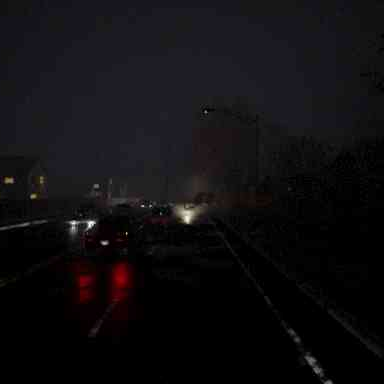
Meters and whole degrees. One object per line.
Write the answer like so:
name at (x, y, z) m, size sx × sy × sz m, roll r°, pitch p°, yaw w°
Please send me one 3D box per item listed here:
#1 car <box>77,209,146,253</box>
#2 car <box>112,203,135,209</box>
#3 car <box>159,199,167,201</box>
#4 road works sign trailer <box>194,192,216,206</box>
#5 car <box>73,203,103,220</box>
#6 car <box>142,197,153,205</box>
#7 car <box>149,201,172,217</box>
car at (-3.149, 1.666, 14.296) m, size 1.812 × 1.442 × 4.674 m, roll 0°, pitch -1°, yaw 0°
car at (-6.595, 1.835, 31.950) m, size 1.812 × 1.442 × 4.674 m, roll 0°, pitch -1°, yaw 0°
car at (-6.496, 2.178, 73.385) m, size 2.033 × 1.411 × 5.357 m, roll 0°, pitch 0°, yaw 0°
road works sign trailer at (1.879, 1.025, 59.897) m, size 2.880 × 2.380 × 3.560 m, roll 30°, pitch 22°, yaw 37°
car at (-9.844, 1.814, 31.839) m, size 1.837 × 1.490 × 4.892 m, roll 0°, pitch -1°, yaw 0°
car at (-9.746, 1.993, 73.000) m, size 2.097 × 1.767 × 4.553 m, roll 0°, pitch 0°, yaw 0°
car at (-3.147, 1.946, 35.898) m, size 1.895 × 1.301 × 4.718 m, roll 0°, pitch -1°, yaw 0°
